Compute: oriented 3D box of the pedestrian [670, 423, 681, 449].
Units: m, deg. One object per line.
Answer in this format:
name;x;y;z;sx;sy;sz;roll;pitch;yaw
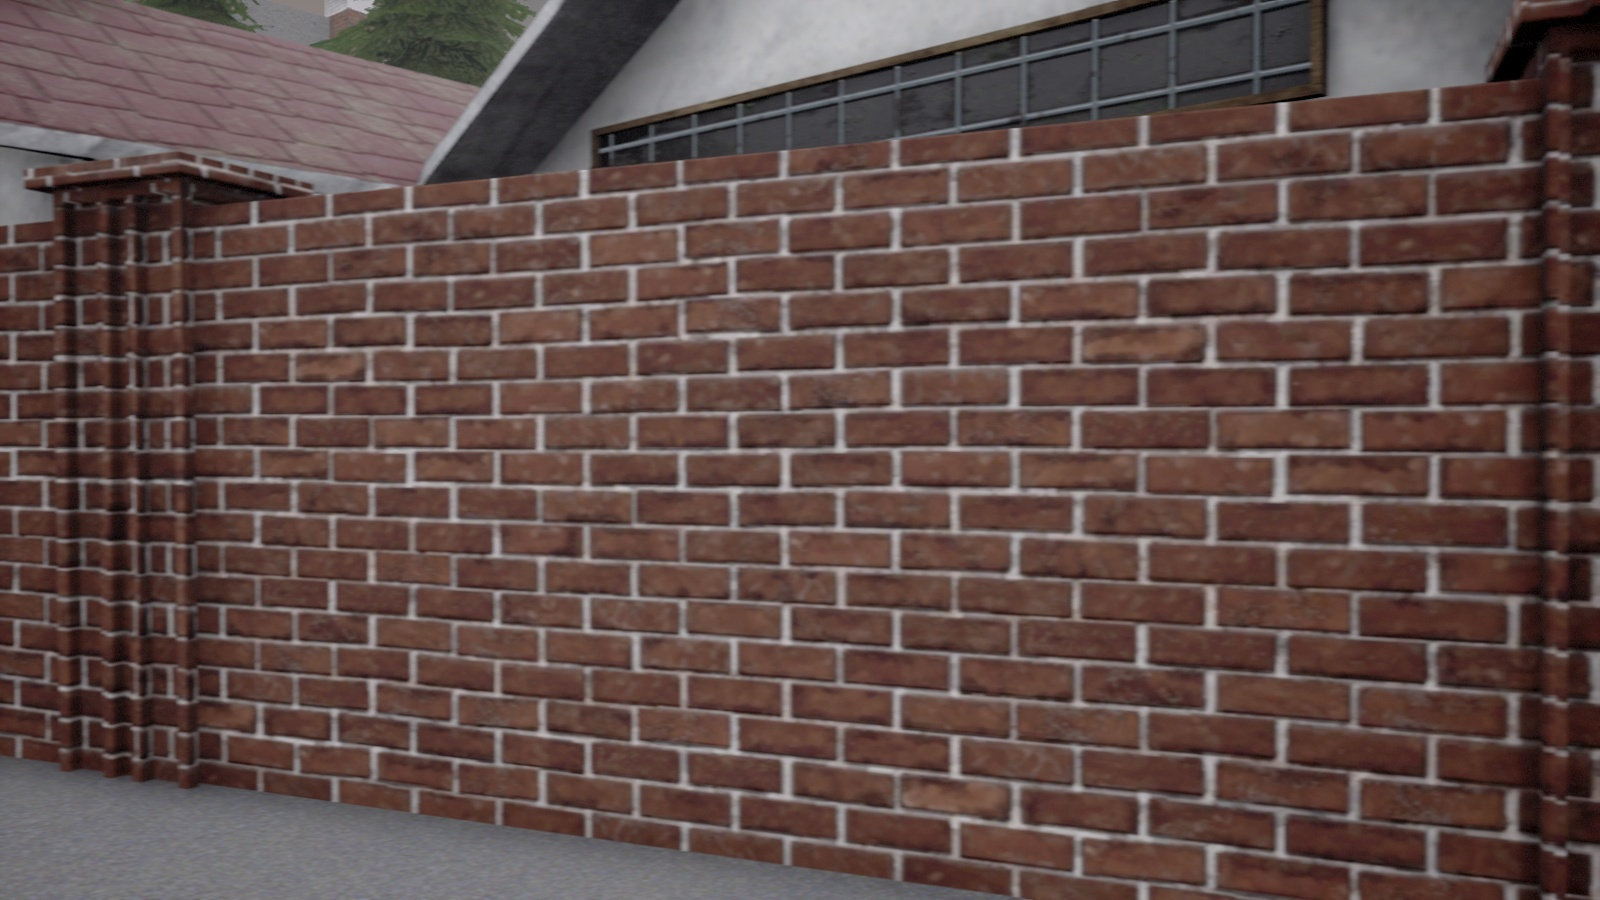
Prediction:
pedestrian;-9.018;-1.028;90.845;0.703;1.840;0.431;1;1;43
